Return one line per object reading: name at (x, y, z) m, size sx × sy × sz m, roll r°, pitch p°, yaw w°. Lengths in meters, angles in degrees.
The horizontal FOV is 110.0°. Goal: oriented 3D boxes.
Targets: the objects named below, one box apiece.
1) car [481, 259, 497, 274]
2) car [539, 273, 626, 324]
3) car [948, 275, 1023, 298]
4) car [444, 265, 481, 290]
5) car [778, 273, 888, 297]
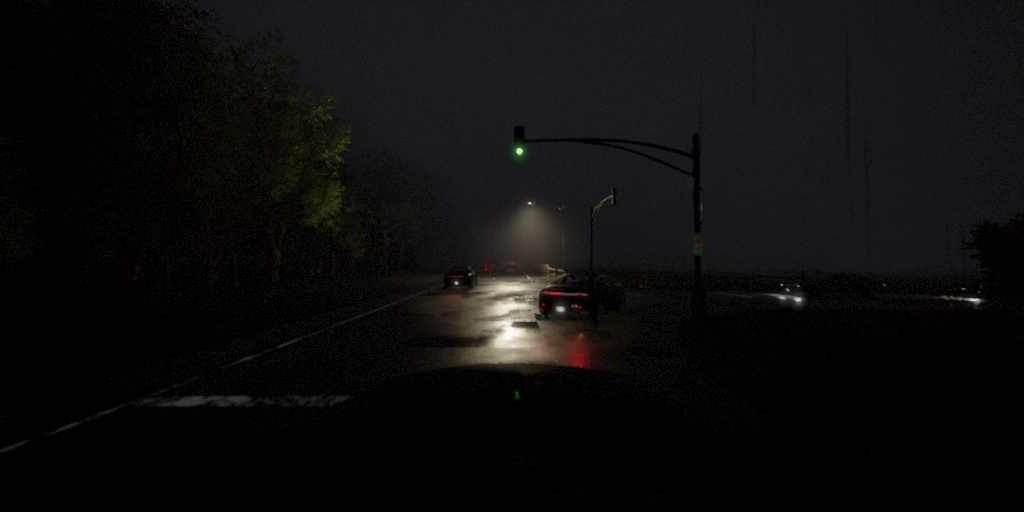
car at (-3.411, 1.579, 49.359) m, size 1.882 × 1.535 × 5.008 m, roll 0°, pitch 0°, yaw 0°
car at (2.585, 1.324, 12.461) m, size 2.128 × 1.511 × 4.902 m, roll -1°, pitch -1°, yaw 29°
car at (29.357, 1.836, 21.713) m, size 4.181 × 1.385 × 1.994 m, roll 1°, pitch -1°, yaw 1°
car at (-3.404, 1.425, 24.410) m, size 1.837 × 1.490 × 4.892 m, roll 0°, pitch 0°, yaw 0°
car at (19.410, 1.711, 21.763) m, size 5.357 × 1.411 × 2.033 m, roll 1°, pitch -1°, yaw 0°
